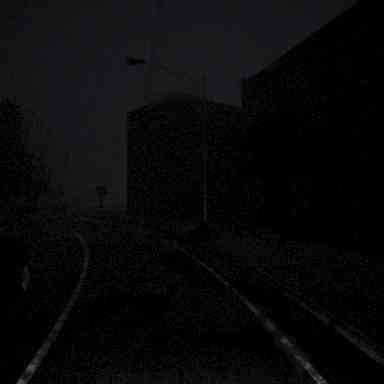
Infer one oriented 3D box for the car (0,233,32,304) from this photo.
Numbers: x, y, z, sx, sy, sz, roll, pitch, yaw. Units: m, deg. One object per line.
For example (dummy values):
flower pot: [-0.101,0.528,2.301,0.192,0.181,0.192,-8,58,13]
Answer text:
car: [-4.360,1.482,5.841,1.882,1.535,5.008,0,0,-11]
